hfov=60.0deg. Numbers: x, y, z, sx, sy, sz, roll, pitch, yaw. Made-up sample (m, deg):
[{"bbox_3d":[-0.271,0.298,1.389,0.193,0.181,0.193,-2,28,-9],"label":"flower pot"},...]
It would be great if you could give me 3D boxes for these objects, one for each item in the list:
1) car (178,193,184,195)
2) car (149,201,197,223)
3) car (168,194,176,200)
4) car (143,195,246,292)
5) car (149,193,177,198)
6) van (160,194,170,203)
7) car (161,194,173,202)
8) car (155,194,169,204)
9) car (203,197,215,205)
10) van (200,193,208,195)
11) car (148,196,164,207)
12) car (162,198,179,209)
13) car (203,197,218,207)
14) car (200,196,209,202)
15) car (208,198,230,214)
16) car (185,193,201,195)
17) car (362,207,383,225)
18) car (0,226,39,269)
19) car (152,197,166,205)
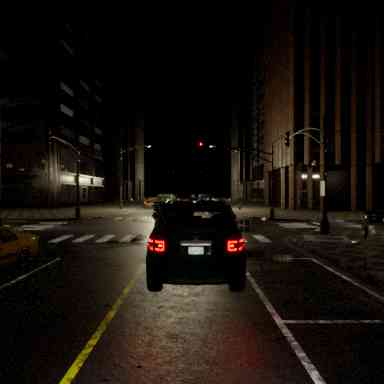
[{"bbox_3d":[-2.913,1.366,56.369,2.097,1.767,4.553,0,0,1],"label":"car"},{"bbox_3d":[-1.400,1.556,27.221,2.033,1.411,5.357,0,0,20],"label":"car"},{"bbox_3d":[-5.572,1.482,91.671,1.967,1.590,4.097,0,0,0],"label":"car"},{"bbox_3d":[0.098,1.222,9.086,2.150,2.045,5.566,0,0,0],"label":"car"},{"bbox_3d":[-2.996,1.228,36.619,2.150,2.045,5.566,0,0,0],"label":"car"},{"bbox_3d":[-5.618,1.363,69.232,1.690,1.788,3.998,0,0,0],"label":"van"},{"bbox_3d":[-5.606,1.341,74.843,2.192,1.841,5.009,0,0,0],"label":"car"},{"bbox_3d":[-5.629,1.333,63.624,2.192,1.841,5.009,0,0,0],"label":"car"},{"bbox_3d":[2.884,1.580,58.014,1.947,1.339,4.313,0,0,0],"label":"car"},{"bbox_3d":[2.907,1.362,69.232,1.690,1.788,3.998,0,0,0],"label":"van"},{"bbox_3d":[-5.653,1.452,52.405,1.967,1.590,4.097,0,0,0],"label":"car"},{"bbox_3d":[-2.935,1.573,46.491,1.994,1.385,4.181,0,0,1],"label":"car"},{"bbox_3d":[2.872,1.562,52.405,2.008,1.369,4.403,0,0,0],"label":"car"},{"bbox_3d":[2.930,1.597,80.450,1.947,1.339,4.313,0,0,0],"label":"car"},{"bbox_3d":[2.838,1.446,35.579,1.967,1.590,4.097,0,0,0],"label":"car"},{"bbox_3d":[0.136,1.511,65.844,2.128,1.511,4.902,0,0,0],"label":"car"},{"bbox_3d":[14.853,1.568,23.832,4.892,1.490,1.837,0,0,0],"label":"car"},{"bbox_3d":[-5.743,1.526,8.632,1.752,1.417,4.829,0,0,0],"label":"car"},{"bbox_3d":[-5.641,1.565,58.014,2.008,1.369,4.403,0,0,0],"label":"car"}]
